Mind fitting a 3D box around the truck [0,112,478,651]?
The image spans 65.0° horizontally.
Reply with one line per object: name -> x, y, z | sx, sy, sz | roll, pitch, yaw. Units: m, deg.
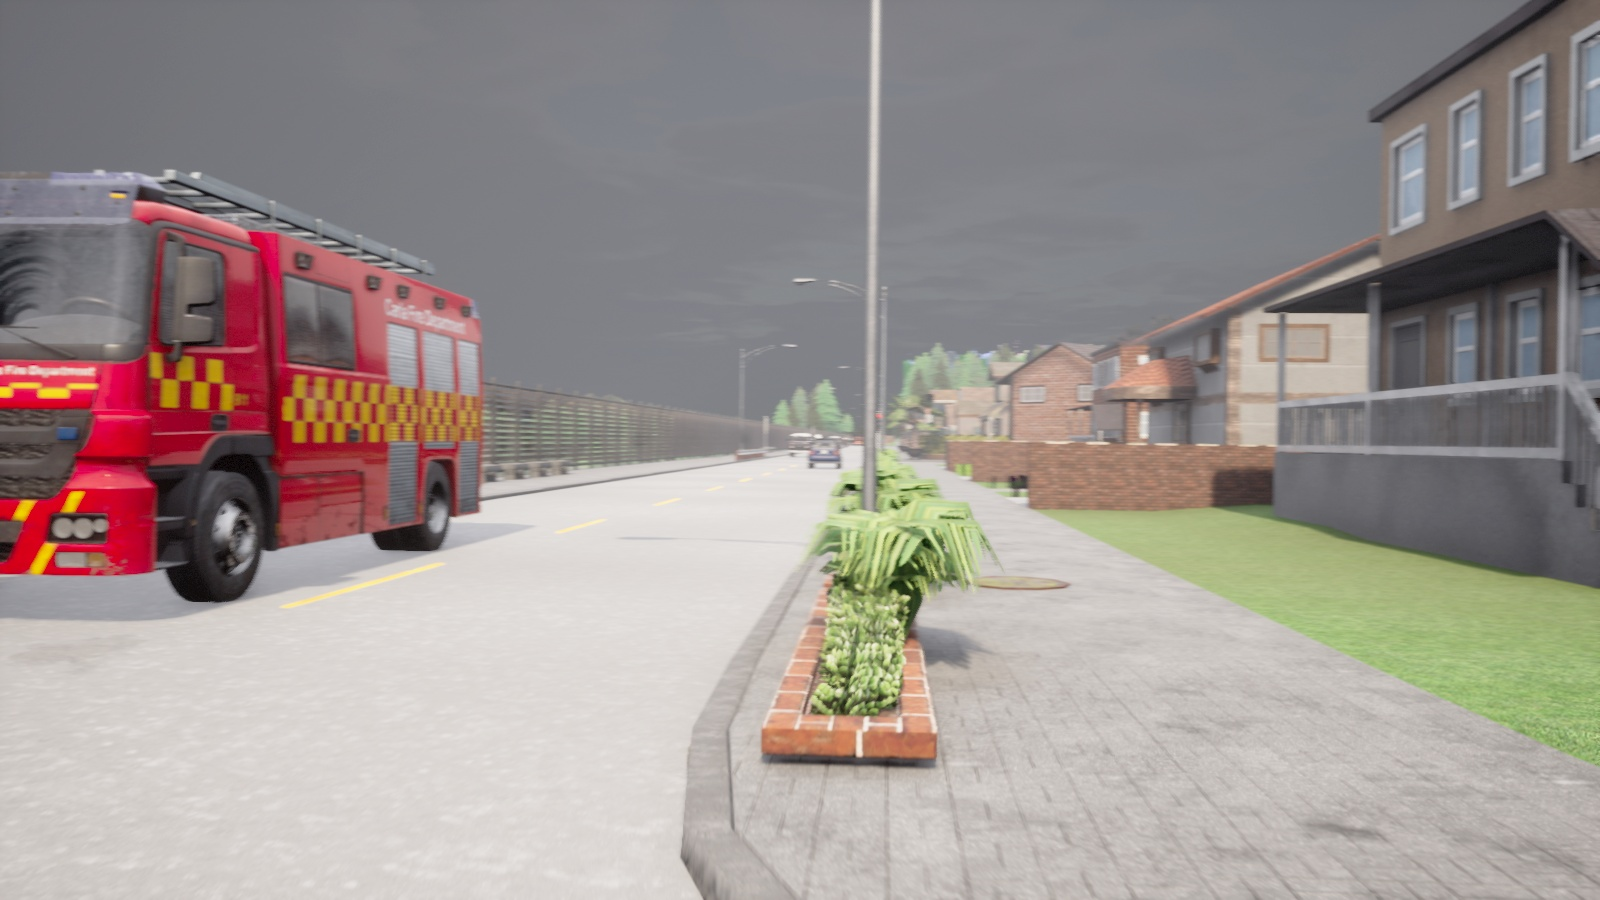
truck -> -6.173, -0.511, 13.232 | 2.891, 3.827, 8.468 | 0, 0, 3

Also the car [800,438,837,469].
car -> 0.988, 0.169, 65.210 | 1.789, 1.549, 3.705 | 0, 1, 3
